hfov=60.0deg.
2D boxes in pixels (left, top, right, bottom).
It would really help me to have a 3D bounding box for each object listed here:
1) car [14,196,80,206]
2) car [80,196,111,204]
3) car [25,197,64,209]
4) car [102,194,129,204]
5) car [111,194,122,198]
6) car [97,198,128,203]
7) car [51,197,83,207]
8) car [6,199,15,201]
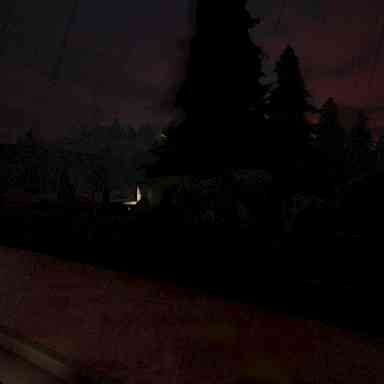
[{"bbox_3d":[-13.584,1.476,31.520,1.882,1.535,5.008,0,0,36],"label":"car"},{"bbox_3d":[-12.301,1.351,39.296,2.097,1.767,4.553,0,0,36],"label":"car"},{"bbox_3d":[-20.441,1.523,46.306,1.812,1.442,4.674,0,0,36],"label":"car"},{"bbox_3d":[-14.056,1.183,61.207,1.837,1.490,4.892,0,3,36],"label":"car"},{"bbox_3d":[-14.544,1.389,54.532,2.128,1.511,4.902,0,2,36],"label":"car"},{"bbox_3d":[-7.078,1.599,34.563,1.895,1.301,4.718,0,0,36],"label":"car"},{"bbox_3d":[-19.879,1.504,53.088,1.812,1.442,4.674,0,1,35],"label":"car"},{"bbox_3d":[-25.015,1.598,45.941,1.895,1.301,4.718,0,0,36],"label":"car"}]
